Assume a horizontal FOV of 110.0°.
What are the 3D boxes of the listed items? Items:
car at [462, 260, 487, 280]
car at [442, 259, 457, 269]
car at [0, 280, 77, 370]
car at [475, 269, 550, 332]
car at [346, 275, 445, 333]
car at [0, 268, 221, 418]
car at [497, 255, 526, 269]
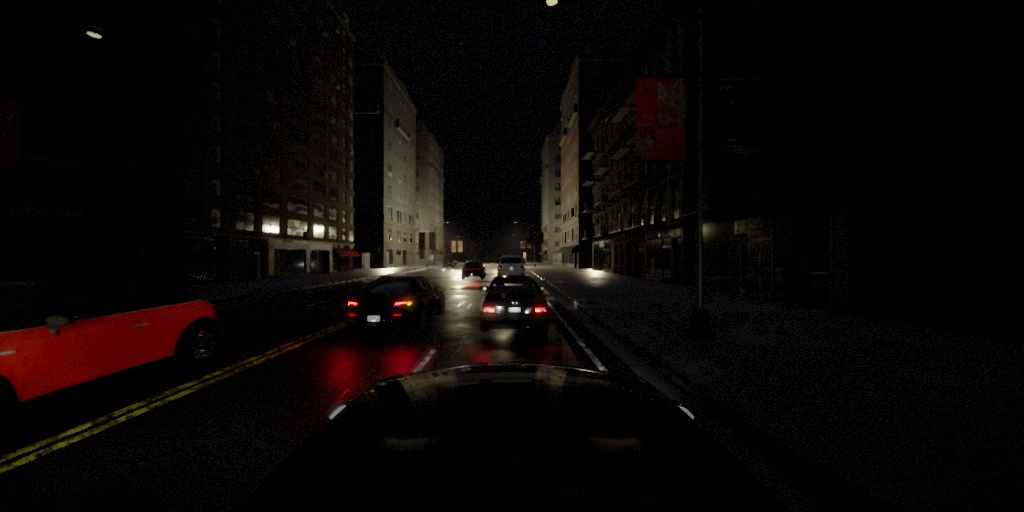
[{"bbox_3d":[-3.323,1.257,31.716,1.837,1.490,4.892,0,0,-1],"label":"car"},{"bbox_3d":[-10.101,1.280,58.364,1.837,1.490,4.892,0,-1,0],"label":"car"},{"bbox_3d":[-9.867,1.252,4.925,1.837,1.490,4.892,0,0,0],"label":"car"},{"bbox_3d":[0.049,1.295,10.841,2.033,1.411,5.357,0,0,0],"label":"car"},{"bbox_3d":[-3.200,1.274,10.558,1.812,1.442,4.674,0,0,0],"label":"car"},{"bbox_3d":[-6.618,1.102,4.903,2.097,1.767,4.553,0,0,0],"label":"car"},{"bbox_3d":[-0.061,0.974,29.374,2.150,2.045,5.566,0,0,0],"label":"car"}]
